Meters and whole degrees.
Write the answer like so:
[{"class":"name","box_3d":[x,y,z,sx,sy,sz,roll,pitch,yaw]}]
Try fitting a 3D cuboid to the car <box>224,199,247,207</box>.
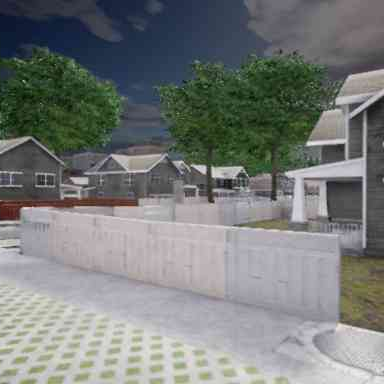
[{"class":"car","box_3d":[5.278,1.635,42.343,2.128,1.511,4.902,0,0,36]}]
